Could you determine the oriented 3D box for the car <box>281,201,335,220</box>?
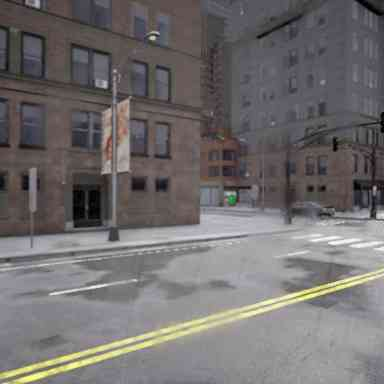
[{"bbox_3d":[9.974,1.548,29.024,2.128,1.511,4.902,0,0,-34],"label":"car"}]
